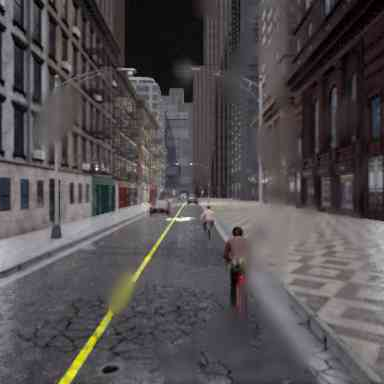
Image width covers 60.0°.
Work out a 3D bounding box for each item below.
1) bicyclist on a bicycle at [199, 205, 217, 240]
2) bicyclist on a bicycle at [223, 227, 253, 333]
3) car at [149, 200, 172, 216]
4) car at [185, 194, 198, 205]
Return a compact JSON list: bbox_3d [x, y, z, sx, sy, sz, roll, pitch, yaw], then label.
[{"bbox_3d":[0.792,1.444,16.004,0.866,1.612,1.509,0,0,0],"label":"bicyclist on a bicycle"},{"bbox_3d":[0.828,1.455,5.880,0.582,1.620,1.656,0,0,0],"label":"bicyclist on a bicycle"},{"bbox_3d":[-3.090,1.502,33.117,1.882,1.535,5.008,0,0,0],"label":"car"},{"bbox_3d":[0.119,1.591,60.647,1.837,1.490,4.892,0,-1,0],"label":"car"}]
